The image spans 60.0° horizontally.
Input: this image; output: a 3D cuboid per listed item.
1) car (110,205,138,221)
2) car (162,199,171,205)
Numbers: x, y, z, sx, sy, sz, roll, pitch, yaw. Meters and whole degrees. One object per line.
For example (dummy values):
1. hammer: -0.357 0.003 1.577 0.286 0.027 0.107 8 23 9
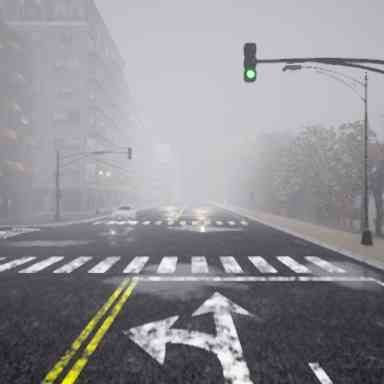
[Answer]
1. car: -6.472 1.985 32.126 1.812 1.442 4.674 0 0 0
2. car: -6.439 2.617 85.051 1.812 1.442 4.674 0 -1 0
